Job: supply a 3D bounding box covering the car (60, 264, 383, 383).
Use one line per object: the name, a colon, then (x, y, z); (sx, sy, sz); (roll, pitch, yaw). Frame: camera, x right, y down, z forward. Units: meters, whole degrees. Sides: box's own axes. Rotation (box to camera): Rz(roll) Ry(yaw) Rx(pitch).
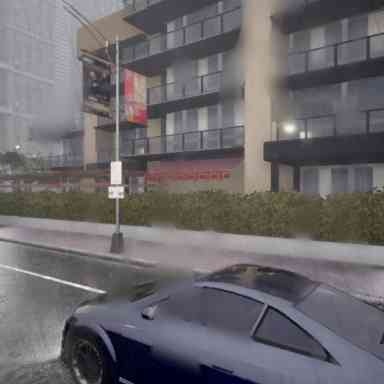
car: (0.422, 1.564, 3.763); (4.181, 1.385, 1.994); (0, 0, 35)
